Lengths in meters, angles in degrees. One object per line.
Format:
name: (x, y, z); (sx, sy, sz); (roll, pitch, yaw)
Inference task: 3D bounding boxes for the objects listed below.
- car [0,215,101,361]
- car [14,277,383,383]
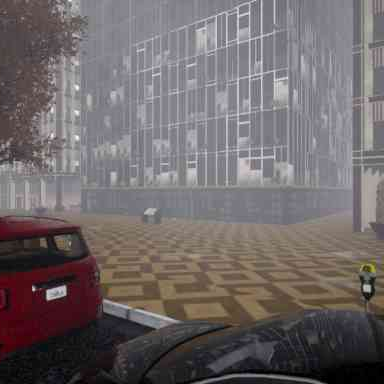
car: (-3.596, 1.315, 5.451); (5.009, 1.841, 2.192); (0, 0, 36)
car: (0.896, 1.566, 2.238); (4.313, 1.339, 1.947); (0, 0, 36)
